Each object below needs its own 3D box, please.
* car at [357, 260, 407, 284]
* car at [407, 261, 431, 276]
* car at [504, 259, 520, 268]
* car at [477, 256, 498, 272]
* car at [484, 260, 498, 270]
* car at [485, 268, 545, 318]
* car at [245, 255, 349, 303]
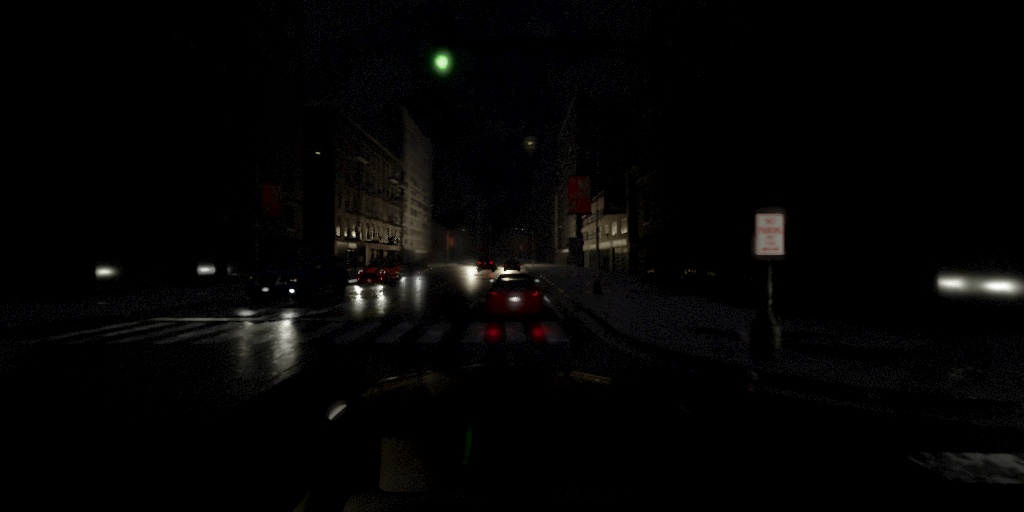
[{"bbox_3d":[-9.843,1.121,26.999,2.097,1.767,4.553,0,0,0],"label":"car"},{"bbox_3d":[-9.813,1.282,37.358,1.837,1.490,4.892,0,0,0],"label":"car"},{"bbox_3d":[0.005,1.141,46.125,2.097,1.767,4.553,0,0,0],"label":"car"},{"bbox_3d":[-3.245,1.009,45.769,2.150,2.045,5.566,0,0,0],"label":"car"},{"bbox_3d":[-3.244,1.322,56.159,1.812,1.442,4.674,0,0,0],"label":"car"},{"bbox_3d":[0.101,1.325,13.140,1.994,1.385,4.181,0,0,0],"label":"car"},{"bbox_3d":[-9.841,0.982,17.071,2.150,2.045,5.566,0,0,0],"label":"car"}]
